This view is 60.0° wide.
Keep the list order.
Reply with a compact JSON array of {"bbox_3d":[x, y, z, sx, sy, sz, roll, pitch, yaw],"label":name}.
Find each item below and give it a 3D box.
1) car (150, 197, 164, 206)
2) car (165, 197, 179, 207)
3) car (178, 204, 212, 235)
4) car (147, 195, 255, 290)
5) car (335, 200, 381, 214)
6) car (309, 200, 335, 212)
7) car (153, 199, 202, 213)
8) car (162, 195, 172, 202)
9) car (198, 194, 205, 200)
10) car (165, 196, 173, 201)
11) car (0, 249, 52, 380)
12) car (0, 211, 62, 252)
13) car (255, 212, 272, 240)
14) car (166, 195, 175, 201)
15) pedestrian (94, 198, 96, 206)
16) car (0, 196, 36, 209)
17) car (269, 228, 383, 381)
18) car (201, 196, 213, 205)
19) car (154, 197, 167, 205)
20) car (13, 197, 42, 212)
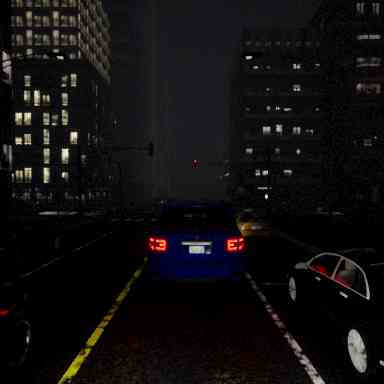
[{"bbox_3d":[-5.718,1.513,54.360,1.752,1.417,4.829,-1,0,0],"label":"car"},{"bbox_3d":[-3.107,1.552,52.656,1.994,1.385,4.181,0,0,0],"label":"car"},{"bbox_3d":[0.092,1.520,19.712,1.812,1.442,4.674,0,0,-2],"label":"car"},{"bbox_3d":[0.094,1.219,9.201,2.150,2.045,5.566,0,0,0],"label":"car"},{"bbox_3d":[18.717,1.698,37.087,4.181,1.385,1.994,0,1,1],"label":"car"},{"bbox_3d":[16.302,1.622,39.714,4.403,1.369,2.008,0,0,1],"label":"car"},{"bbox_3d":[-1.573,1.538,37.396,5.357,1.411,2.033,0,0,1],"label":"car"},{"bbox_3d":[-5.724,1.530,77.148,1.887,1.381,4.507,-1,0,0],"label":"car"},{"bbox_3d":[2.650,1.424,94.115,1.967,1.590,4.097,-1,0,0],"label":"car"},{"bbox_3d":[-5.725,1.567,82.803,1.802,1.307,4.206,-1,0,0],"label":"car"},{"bbox_3d":[-3.101,1.563,2.805,1.994,1.385,4.181,0,0,0],"label":"car"},{"bbox_3d":[-5.836,1.542,10.988,1.887,1.381,4.507,-1,0,0],"label":"car"},{"bbox_3d":[2.801,1.521,16.747,1.752,1.417,4.829,-1,0,0],"label":"car"},{"bbox_3d":[-5.727,1.529,88.457,1.887,1.381,4.507,-1,0,0],"label":"car"},{"bbox_3d":[-12.561,1.299,43.052,0.500,1.100,0.500,0,0,1],"label":"pedestrian"},{"bbox_3d":[-21.673,1.274,40.202,4.829,1.417,1.752,0,0,1],"label":"car"},{"bbox_3d":[2.805,1.549,5.289,2.008,1.369,4.403,-1,0,0],"label":"car"},{"bbox_3d":[2.660,1.538,60.187,2.008,1.369,4.403,-1,0,0],"label":"car"},{"bbox_3d":[-5.719,1.553,60.185,1.947,1.339,4.313,-1,0,0],"label":"car"},{"bbox_3d":[-17.826,1.442,34.389,4.181,1.385,1.994,0,1,1],"label":"car"}]
